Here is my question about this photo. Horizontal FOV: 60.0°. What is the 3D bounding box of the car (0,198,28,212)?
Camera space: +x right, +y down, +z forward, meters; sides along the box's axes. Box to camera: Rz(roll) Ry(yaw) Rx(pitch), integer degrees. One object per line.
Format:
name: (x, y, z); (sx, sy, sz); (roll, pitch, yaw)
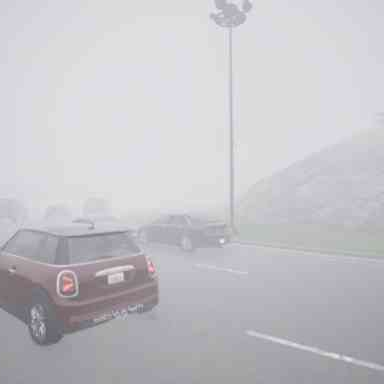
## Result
car: (-15.747, 1.544, 28.480); (2.150, 2.045, 5.566); (-1, 0, -15)

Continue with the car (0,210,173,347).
car: (-2.777, 1.422, 6.780); (4.553, 1.767, 2.097); (-1, -1, 43)

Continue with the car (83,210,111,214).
car: (-3.791, 1.648, 12.834); (1.812, 1.442, 4.674); (0, 0, -41)

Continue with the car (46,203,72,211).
car: (-12.992, 1.840, 32.614); (1.837, 1.490, 4.892); (-1, 0, -11)

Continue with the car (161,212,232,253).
car: (-0.494, 1.616, 14.334); (1.837, 1.490, 4.892); (-1, 0, -43)

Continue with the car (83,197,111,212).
car: (-9.927, 1.553, 34.994); (2.150, 2.045, 5.566); (-1, 0, -8)
